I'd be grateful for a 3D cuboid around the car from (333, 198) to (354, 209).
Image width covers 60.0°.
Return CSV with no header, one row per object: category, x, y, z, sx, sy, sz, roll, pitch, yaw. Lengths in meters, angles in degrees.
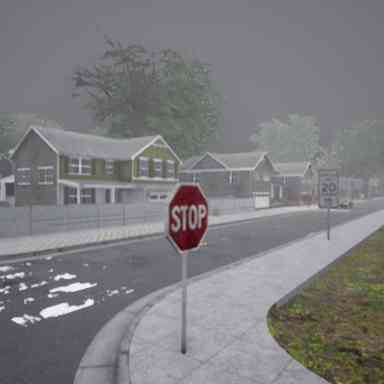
car,19.576,1.462,42.999,2.033,1.411,5.357,0,0,36
